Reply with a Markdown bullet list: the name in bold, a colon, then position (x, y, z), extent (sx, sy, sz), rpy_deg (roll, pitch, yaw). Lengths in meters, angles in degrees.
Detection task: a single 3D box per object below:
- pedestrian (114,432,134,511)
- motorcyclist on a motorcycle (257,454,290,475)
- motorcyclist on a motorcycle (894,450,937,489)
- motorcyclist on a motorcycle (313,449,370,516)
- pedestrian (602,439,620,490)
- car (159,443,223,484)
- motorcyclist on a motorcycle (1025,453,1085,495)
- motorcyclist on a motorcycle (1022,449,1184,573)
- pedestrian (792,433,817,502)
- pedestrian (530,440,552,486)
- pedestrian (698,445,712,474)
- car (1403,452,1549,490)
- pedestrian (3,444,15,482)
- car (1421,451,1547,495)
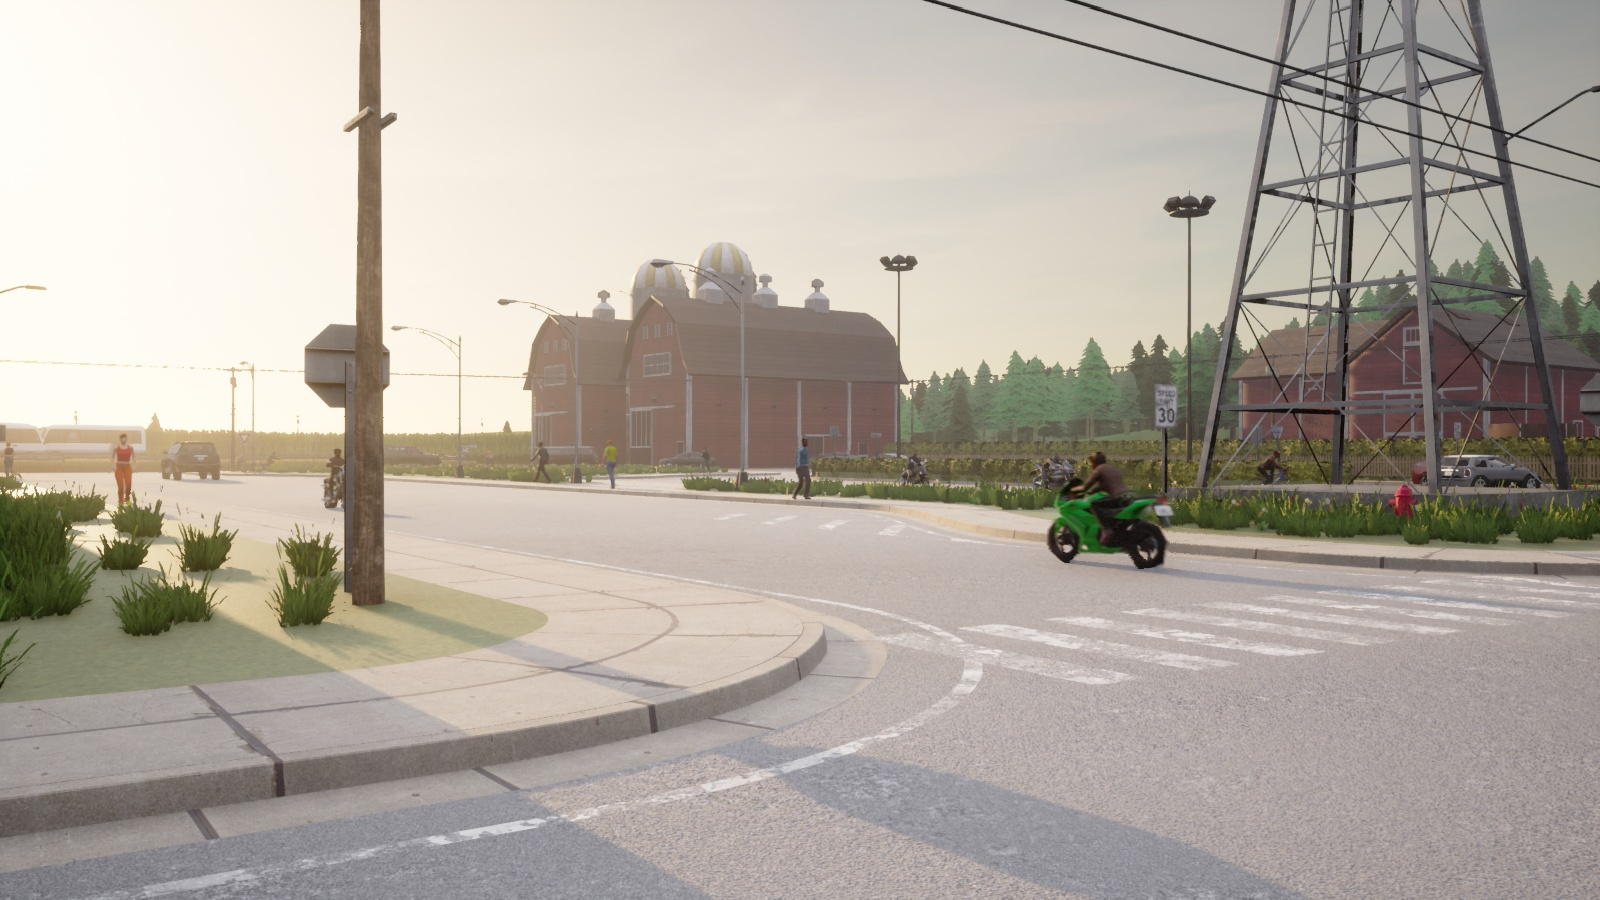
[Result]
- **pedestrian**: position (-16.050, 0.507, 29.824), extent (0.345, 1.836, 0.594), rpy_deg (0, 0, -36)
- **motorcyclist on a motorcycle**: position (-38.371, 1.033, 91.499), extent (2.044, 1.523, 0.797), rpy_deg (0, 0, -35)
- **motorcyclist on a motorcycle**: position (4.897, 0.818, 53.397), extent (0.866, 1.590, 1.817), rpy_deg (0, 0, -35)
- **motorcyclist on a motorcycle**: position (-11.787, 0.799, 32.259), extent (0.766, 1.649, 2.350), rpy_deg (0, 0, -36)
- **pedestrian**: position (-6.984, 0.528, 46.287), extent (0.354, 1.836, 0.706), rpy_deg (0, 0, -38)
- **car**: position (-32.401, 0.696, 66.748), extent (2.150, 2.045, 5.566), rpy_deg (0, 0, -36)
- **motorcyclist on a motorcycle**: position (9.525, 0.874, 46.935), extent (0.866, 1.530, 2.191), rpy_deg (0, 0, -36)
- **motorcyclist on a motorcycle**: position (3.951, 0.759, 16.533), extent (0.797, 1.523, 2.044), rpy_deg (0, 0, -35)
- **pedestrian**: position (0.128, 0.487, 35.534), extent (0.396, 1.930, 0.692), rpy_deg (0, 0, -35)
- **pedestrian**: position (-11.035, 0.554, 53.480), extent (0.788, 1.949, 0.423), rpy_deg (0, 0, 25)
- **pedestrian**: position (-6.084, 0.610, 80.669), extent (0.563, 1.883, 0.849), rpy_deg (0, 0, 25)
- **car**: position (27.533, 0.811, 51.275), extent (2.163, 1.488, 4.792), rpy_deg (0, 0, -35)
- **pedestrian**: position (-39.058, 0.635, 61.998), extent (0.594, 1.836, 0.345), rpy_deg (0, 0, 43)
- **car**: position (23.858, 0.767, 43.793), extent (3.806, 1.475, 1.970), rpy_deg (0, 0, -25)
